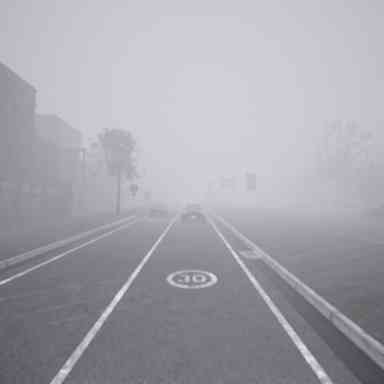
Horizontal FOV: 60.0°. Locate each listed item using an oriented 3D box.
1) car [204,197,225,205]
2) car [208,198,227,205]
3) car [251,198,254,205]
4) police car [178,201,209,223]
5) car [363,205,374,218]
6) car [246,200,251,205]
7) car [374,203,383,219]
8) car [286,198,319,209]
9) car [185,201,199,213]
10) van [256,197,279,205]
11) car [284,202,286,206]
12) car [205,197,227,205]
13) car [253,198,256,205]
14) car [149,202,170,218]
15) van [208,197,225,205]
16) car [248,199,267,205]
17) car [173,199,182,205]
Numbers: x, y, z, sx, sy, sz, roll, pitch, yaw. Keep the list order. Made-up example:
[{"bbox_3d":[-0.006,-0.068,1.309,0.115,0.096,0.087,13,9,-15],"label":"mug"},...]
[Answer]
[{"bbox_3d":[6.189,2.493,92.454,5.566,2.045,2.435,0,-2,-1],"label":"car"},{"bbox_3d":[6.274,2.317,83.226,4.553,1.767,2.185,0,-2,0],"label":"car"},{"bbox_3d":[18.681,2.501,85.212,5.366,1.575,1.946,0,-2,0],"label":"car"},{"bbox_3d":[0.093,1.782,28.291,2.038,1.542,4.974,0,0,0],"label":"police car"},{"bbox_3d":[18.701,1.797,31.461,4.674,1.452,2.002,0,-1,0],"label":"car"},{"bbox_3d":[18.420,2.439,90.932,5.566,2.045,2.435,0,-2,-1],"label":"car"},{"bbox_3d":[18.696,1.727,28.185,4.892,1.521,2.231,0,-1,0],"label":"car"},{"bbox_3d":[18.749,1.859,55.797,4.553,1.767,2.185,0,-1,0],"label":"car"},{"bbox_3d":[0.054,1.964,45.121,1.812,1.442,4.674,0,0,0],"label":"car"},{"bbox_3d":[18.422,2.127,79.762,4.442,1.987,1.878,0,-2,0],"label":"van"},{"bbox_3d":[18.678,2.056,58.966,4.674,1.452,2.002,0,-1,0],"label":"car"},{"bbox_3d":[6.082,2.362,80.304,5.366,1.575,1.946,0,-2,0],"label":"car"},{"bbox_3d":[18.702,2.424,82.552,5.366,1.575,1.946,0,-2,0],"label":"car"},{"bbox_3d":[-3.350,1.816,34.765,1.882,1.535,5.008,0,-1,0],"label":"car"},{"bbox_3d":[6.334,2.309,86.265,4.442,1.987,1.878,0,-2,0],"label":"van"},{"bbox_3d":[18.407,2.798,93.714,4.892,1.521,2.231,0,-2,-1],"label":"car"},{"bbox_3d":[-3.281,2.331,76.276,1.994,1.385,4.181,0,-1,0],"label":"car"}]
